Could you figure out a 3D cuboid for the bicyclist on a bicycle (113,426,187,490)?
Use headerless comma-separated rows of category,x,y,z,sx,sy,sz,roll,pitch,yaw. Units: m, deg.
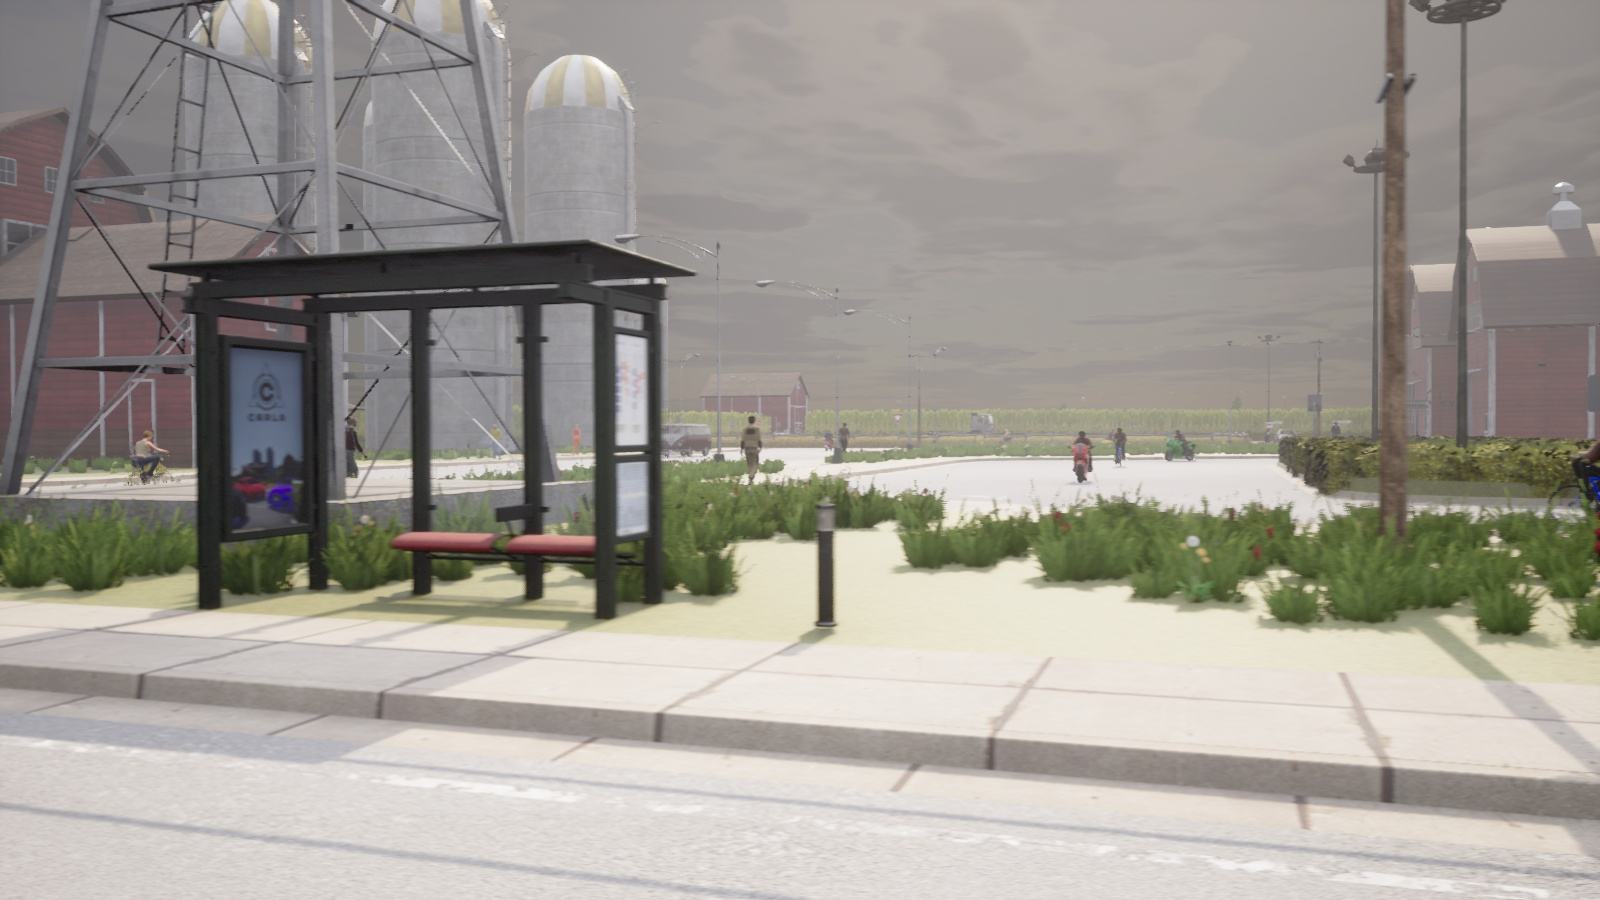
bicyclist on a bicycle,-16.648,0.183,32.204,0.866,1.612,1.509,1,1,18

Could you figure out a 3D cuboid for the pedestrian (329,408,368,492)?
pedestrian,-10.057,-0.005,27.954,0.376,1.854,0.720,1,1,41

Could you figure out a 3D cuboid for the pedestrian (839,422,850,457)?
pedestrian,2.250,-0.534,63.889,0.328,1.805,0.869,0,1,17

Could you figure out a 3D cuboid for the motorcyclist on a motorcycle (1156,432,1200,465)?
motorcyclist on a motorcycle,17.879,-0.076,59.411,2.044,1.523,0.797,0,2,-32

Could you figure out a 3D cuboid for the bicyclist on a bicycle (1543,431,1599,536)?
bicyclist on a bicycle,12.515,0.515,19.466,1.656,1.620,0.582,1,1,27

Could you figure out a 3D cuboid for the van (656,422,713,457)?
van,-6.820,-0.646,74.793,1.775,1.987,4.442,1,1,18

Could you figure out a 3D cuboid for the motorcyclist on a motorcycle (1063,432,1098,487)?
motorcyclist on a motorcycle,8.129,0.257,36.317,0.797,1.523,2.044,1,1,18

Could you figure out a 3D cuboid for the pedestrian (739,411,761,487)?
pedestrian,-1.274,-0.037,32.064,0.396,1.930,0.692,0,1,12
